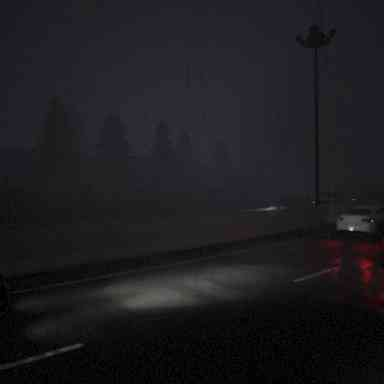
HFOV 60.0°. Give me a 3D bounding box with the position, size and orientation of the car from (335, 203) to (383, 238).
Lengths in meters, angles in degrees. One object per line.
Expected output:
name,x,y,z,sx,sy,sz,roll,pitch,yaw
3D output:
car,8.574,1.337,16.064,4.674,1.442,1.812,-1,1,-44

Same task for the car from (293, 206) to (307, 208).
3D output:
car,13.251,1.105,38.732,1.882,1.535,5.008,0,0,33

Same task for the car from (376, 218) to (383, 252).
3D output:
car,7.727,1.454,10.379,4.718,1.301,1.895,-1,0,-42

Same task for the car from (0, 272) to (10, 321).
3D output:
car,-5.257,1.528,4.474,4.902,1.511,2.128,-1,1,-35
